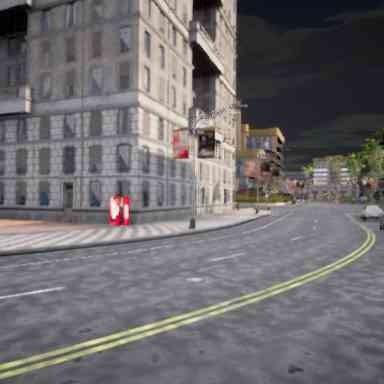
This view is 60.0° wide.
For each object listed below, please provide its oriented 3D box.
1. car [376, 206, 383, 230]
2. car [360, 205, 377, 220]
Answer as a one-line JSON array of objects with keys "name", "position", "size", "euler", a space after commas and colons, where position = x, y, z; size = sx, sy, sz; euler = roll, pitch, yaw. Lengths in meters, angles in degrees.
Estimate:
[{"name": "car", "position": [13.338, 1.893, 21.519], "size": [1.837, 1.490, 4.892], "euler": [0, -1, 25]}, {"name": "car", "position": [18.951, 2.139, 34.943], "size": [1.812, 1.442, 4.674], "euler": [0, -1, 23]}]
